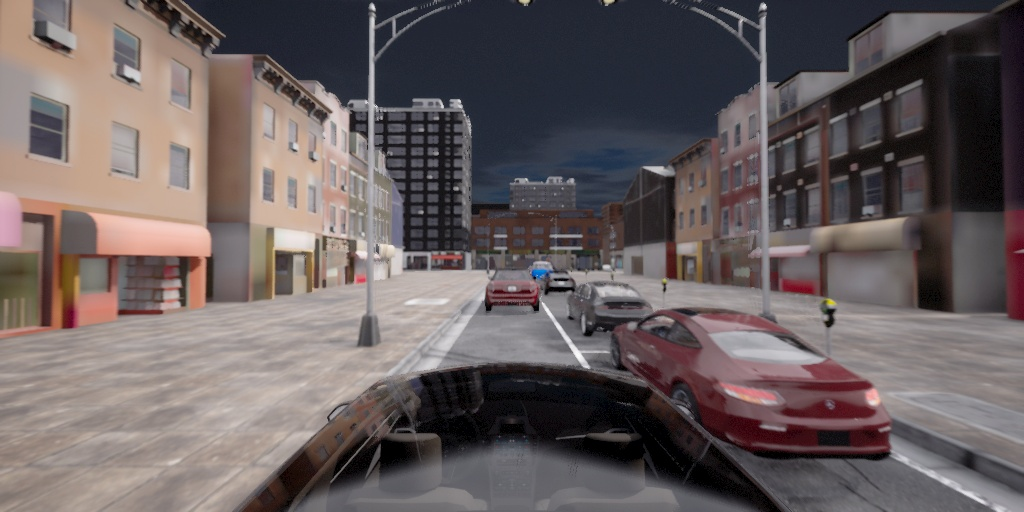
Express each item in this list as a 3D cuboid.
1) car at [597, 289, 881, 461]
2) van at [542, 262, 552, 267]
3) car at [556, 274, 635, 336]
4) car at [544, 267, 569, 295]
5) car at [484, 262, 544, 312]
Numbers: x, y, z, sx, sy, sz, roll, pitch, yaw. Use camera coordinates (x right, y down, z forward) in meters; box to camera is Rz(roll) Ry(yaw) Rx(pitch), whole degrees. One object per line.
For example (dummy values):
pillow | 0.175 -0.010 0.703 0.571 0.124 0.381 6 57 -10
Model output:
car | 2.639 1.366 5.010 1.802 1.307 4.207 0 0 0
van | 2.644 1.419 32.195 1.690 1.789 3.998 0 0 0
car | 2.640 1.391 10.447 2.007 1.370 4.403 0 0 0
car | 2.642 1.523 21.321 1.948 1.339 4.313 0 0 0
car | 0.023 1.243 15.275 2.097 1.767 4.553 0 -1 0
